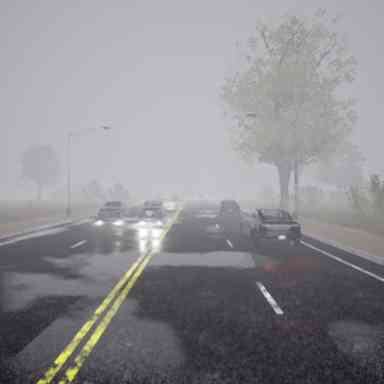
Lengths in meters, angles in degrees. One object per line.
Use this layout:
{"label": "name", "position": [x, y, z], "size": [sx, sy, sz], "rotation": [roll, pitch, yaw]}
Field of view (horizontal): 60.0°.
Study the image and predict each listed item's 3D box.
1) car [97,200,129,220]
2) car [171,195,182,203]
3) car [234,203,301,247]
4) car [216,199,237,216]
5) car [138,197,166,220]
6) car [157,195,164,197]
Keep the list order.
{"label": "car", "position": [-6.547, 1.474, 28.067], "size": [1.837, 1.490, 4.892], "rotation": [0, 0, 0]}
{"label": "car", "position": [-3.256, 1.398, 68.560], "size": [1.837, 1.490, 4.892], "rotation": [0, 0, 0]}
{"label": "car", "position": [3.373, 1.485, 14.858], "size": [2.128, 1.511, 4.902], "rotation": [0, 0, 0]}
{"label": "car", "position": [3.408, 1.453, 31.863], "size": [1.882, 1.535, 5.008], "rotation": [0, 0, 0]}
{"label": "car", "position": [-3.297, 1.464, 28.097], "size": [2.128, 1.511, 4.902], "rotation": [0, 0, 0]}
{"label": "car", "position": [-6.506, 1.416, 68.544], "size": [2.128, 1.511, 4.902], "rotation": [0, 0, 0]}
